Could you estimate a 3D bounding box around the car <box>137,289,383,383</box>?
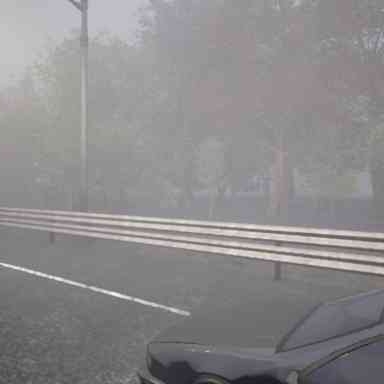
[{"bbox_3d":[2.070,1.549,2.515,5.357,1.411,2.033,0,0,35],"label":"car"}]
